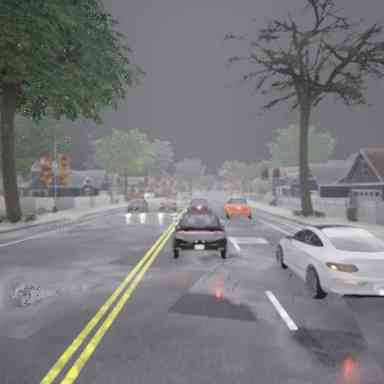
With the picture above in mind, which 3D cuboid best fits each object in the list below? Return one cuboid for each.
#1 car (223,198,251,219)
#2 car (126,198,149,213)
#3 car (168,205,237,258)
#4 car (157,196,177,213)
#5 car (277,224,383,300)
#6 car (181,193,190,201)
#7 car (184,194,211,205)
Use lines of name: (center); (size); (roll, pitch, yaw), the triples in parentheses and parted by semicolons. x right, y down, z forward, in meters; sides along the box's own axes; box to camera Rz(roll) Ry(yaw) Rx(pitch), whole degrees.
car: (3.887, 1.333, 29.297); (2.097, 1.767, 4.553); (0, 0, 1)
car: (-5.899, 1.471, 36.541); (1.837, 1.490, 4.892); (0, 0, 1)
car: (0.291, 1.488, 12.754); (2.128, 1.511, 4.902); (0, 0, 1)
car: (-2.629, 1.492, 37.379); (1.812, 1.442, 4.674); (0, 0, 1)
car: (3.445, 1.525, 8.238); (1.812, 1.442, 4.674); (0, 0, 1)
car: (-1.273, 1.078, 78.061); (2.097, 1.767, 4.553); (0, 0, 3)
car: (0.637, 1.331, 29.372); (2.097, 1.767, 4.553); (0, 0, 1)
